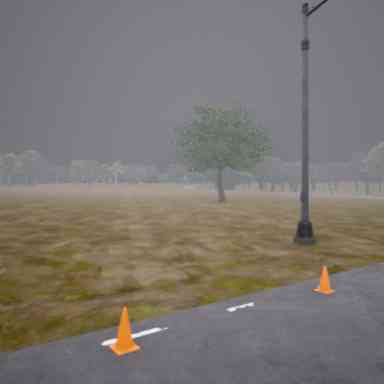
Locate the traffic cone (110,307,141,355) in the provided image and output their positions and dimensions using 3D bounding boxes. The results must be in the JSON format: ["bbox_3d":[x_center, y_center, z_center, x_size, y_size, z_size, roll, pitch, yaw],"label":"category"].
[{"bbox_3d":[-0.971,1.972,4.835,0.340,0.580,0.340,1,0,-36],"label":"traffic cone"}]

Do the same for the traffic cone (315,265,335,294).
[{"bbox_3d":[3.098,2.008,7.746,0.340,0.580,0.340,0,0,-36],"label":"traffic cone"}]
